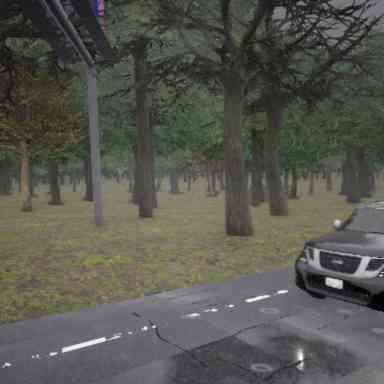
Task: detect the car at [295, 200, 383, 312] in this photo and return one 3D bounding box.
[{"bbox_3d":[4.702,1.215,7.345,5.566,2.045,2.150,0,0,-35],"label":"car"}]
